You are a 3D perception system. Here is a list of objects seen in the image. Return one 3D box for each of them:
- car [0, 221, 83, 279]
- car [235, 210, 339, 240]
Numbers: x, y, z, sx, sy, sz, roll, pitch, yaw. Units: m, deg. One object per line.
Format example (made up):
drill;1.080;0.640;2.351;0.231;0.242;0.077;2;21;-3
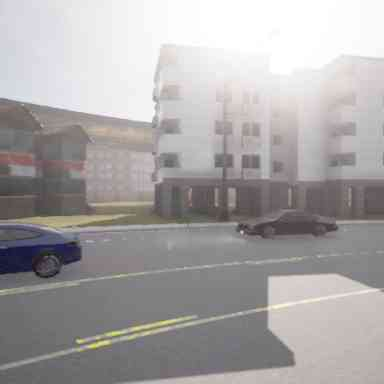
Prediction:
car;-5.283;1.521;8.679;4.674;1.442;1.812;1;-1;-32
car;5.021;1.635;17.449;5.357;1.411;2.033;0;0;-18
